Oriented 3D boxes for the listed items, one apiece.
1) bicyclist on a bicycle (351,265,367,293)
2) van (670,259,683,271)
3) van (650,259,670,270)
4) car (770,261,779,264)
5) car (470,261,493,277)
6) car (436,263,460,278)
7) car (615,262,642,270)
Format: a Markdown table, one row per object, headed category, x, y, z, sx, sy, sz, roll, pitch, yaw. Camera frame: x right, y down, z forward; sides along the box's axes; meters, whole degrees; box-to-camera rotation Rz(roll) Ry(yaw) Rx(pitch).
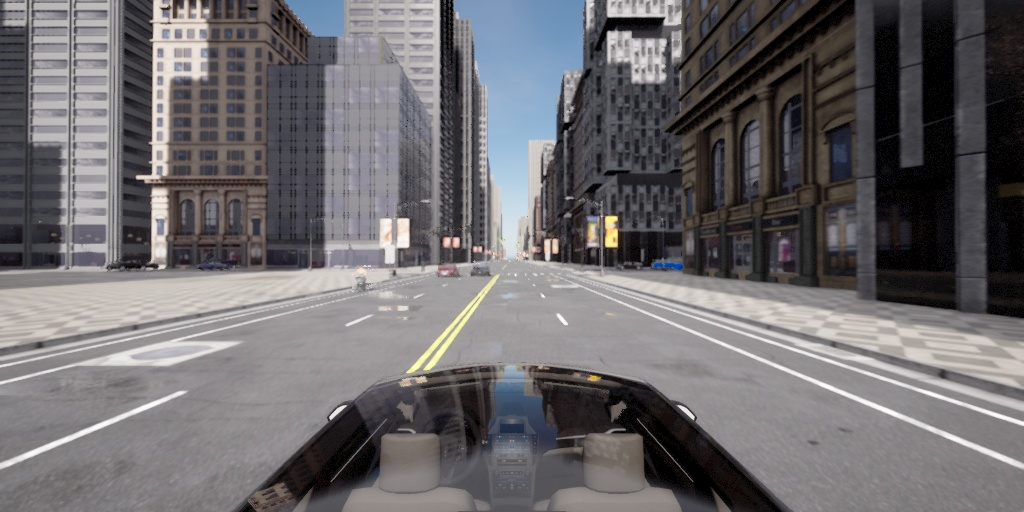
| category | x | y | z | sx | sy | sz | roll | pitch | yaw |
| --- | --- | --- | --- | --- | --- | --- | --- | --- | --- |
| bicyclist on a bicycle | -8.760 | 1.297 | 20.681 | 0.866 | 1.612 | 1.509 | 0 | 0 | 0 |
| van | 24.691 | 1.310 | 49.890 | 3.998 | 1.789 | 1.690 | 0 | 0 | 0 |
| van | 24.723 | 1.369 | 58.415 | 3.998 | 1.789 | 1.690 | 0 | 0 | 0 |
| car | 35.928 | 1.529 | 49.847 | 4.207 | 1.307 | 1.802 | 0 | 0 | 0 |
| car | -3.302 | 1.528 | 38.679 | 1.994 | 1.385 | 4.181 | 0 | 0 | 0 |
| car | -6.560 | 1.481 | 37.291 | 1.812 | 1.442 | 4.674 | 0 | 0 | 0 |
| car | 19.104 | 1.590 | 58.437 | 4.403 | 1.370 | 2.007 | 0 | 0 | 0 |
